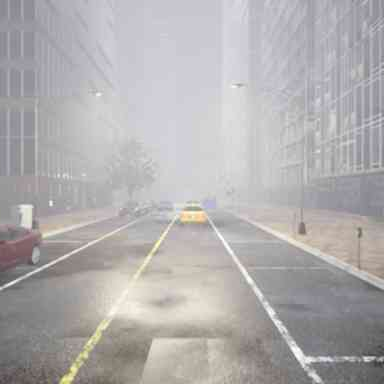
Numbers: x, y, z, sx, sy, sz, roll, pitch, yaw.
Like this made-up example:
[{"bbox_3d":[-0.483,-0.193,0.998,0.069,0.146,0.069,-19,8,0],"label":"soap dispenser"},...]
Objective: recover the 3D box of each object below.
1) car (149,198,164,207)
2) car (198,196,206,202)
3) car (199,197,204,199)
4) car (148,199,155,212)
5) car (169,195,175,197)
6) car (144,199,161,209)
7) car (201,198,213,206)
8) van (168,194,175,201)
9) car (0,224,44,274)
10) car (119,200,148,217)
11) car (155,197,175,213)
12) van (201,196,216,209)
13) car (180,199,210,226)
[{"bbox_3d":[-5.720,1.740,54.611,2.008,1.369,4.403,0,0,0],"label":"car"},{"bbox_3d":[2.643,1.836,88.767,1.802,1.307,4.206,0,0,0],"label":"car"},{"bbox_3d":[0.077,1.699,41.588,2.033,1.411,5.357,0,0,0],"label":"car"},{"bbox_3d":[-5.712,1.578,37.534,1.967,1.590,4.097,0,0,0],"label":"car"},{"bbox_3d":[-5.735,1.826,83.074,1.802,1.307,4.206,0,0,0],"label":"car"},{"bbox_3d":[-5.717,1.725,48.919,2.008,1.369,4.403,0,0,0],"label":"car"},{"bbox_3d":[2.658,1.754,60.304,2.008,1.369,4.403,0,0,0],"label":"car"},{"bbox_3d":[-5.740,1.604,94.458,1.690,1.788,3.998,0,0,0],"label":"van"},{"bbox_3d":[-5.698,1.583,9.071,1.887,1.381,4.507,0,0,0],"label":"car"},{"bbox_3d":[-5.709,1.559,31.842,1.967,1.590,4.097,0,0,0],"label":"car"},{"bbox_3d":[-3.117,1.694,40.181,2.033,1.411,5.357,0,0,0],"label":"car"},{"bbox_3d":[2.663,1.516,48.920,1.690,1.788,3.998,0,0,0],"label":"van"},{"bbox_3d":[0.088,1.553,24.318,1.801,1.575,5.366,0,0,0],"label":"car"}]
